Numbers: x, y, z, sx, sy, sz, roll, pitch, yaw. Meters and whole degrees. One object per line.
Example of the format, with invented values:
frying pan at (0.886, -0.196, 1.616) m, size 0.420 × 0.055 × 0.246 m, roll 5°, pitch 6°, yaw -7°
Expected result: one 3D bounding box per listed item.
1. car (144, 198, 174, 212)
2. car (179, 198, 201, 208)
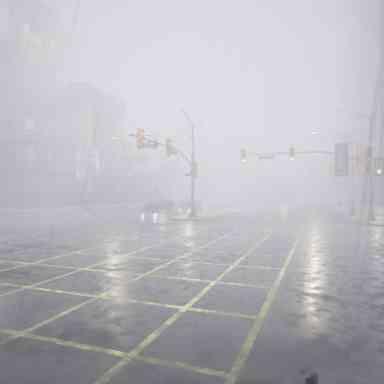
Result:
car at (-3.817, 1.478, 38.931) m, size 1.882 × 1.535 × 5.008 m, roll 0°, pitch 0°, yaw 23°
car at (-0.245, 1.601, 48.501) m, size 1.895 × 1.301 × 4.718 m, roll 0°, pitch 0°, yaw 21°
